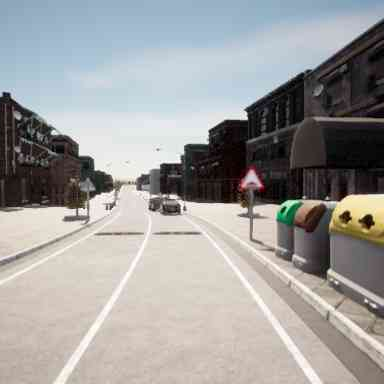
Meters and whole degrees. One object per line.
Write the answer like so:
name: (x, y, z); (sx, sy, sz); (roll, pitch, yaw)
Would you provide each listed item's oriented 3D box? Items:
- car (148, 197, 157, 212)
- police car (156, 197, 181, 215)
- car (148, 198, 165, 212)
car: (-4.376, 1.738, 45.834); (2.150, 2.045, 5.566); (0, -2, -12)
police car: (-2.433, 1.593, 36.030); (1.930, 1.638, 5.238); (0, -1, -10)
car: (-5.582, 1.975, 51.718); (2.150, 2.045, 5.566); (-1, -2, -12)
